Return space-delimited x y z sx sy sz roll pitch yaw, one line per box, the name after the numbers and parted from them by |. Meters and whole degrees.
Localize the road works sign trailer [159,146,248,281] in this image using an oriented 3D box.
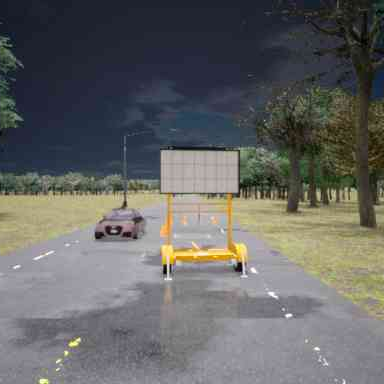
0.202 0.461 9.989 2.380 3.560 2.880 0 0 -8 | road works sign trailer

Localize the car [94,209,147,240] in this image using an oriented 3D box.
-3.489 1.560 16.818 1.994 1.385 4.181 0 0 0 | car
